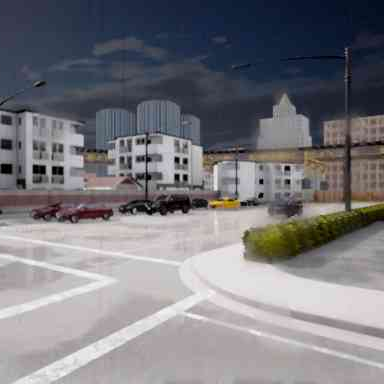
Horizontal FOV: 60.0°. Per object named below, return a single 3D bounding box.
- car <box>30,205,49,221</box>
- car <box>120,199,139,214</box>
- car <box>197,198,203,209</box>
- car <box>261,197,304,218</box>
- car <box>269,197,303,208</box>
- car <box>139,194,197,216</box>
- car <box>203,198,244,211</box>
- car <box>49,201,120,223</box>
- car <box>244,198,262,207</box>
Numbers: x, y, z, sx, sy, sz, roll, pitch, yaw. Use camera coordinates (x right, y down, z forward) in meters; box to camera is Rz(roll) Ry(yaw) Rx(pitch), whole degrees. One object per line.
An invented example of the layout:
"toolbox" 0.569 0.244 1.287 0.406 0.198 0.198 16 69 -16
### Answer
"car" -11.007 1.523 27.693 1.812 1.442 4.674 0 0 37
"car" -5.515 1.502 34.932 1.837 1.490 4.892 0 0 38
"car" 0.569 1.523 42.588 1.812 1.442 4.674 0 0 40
"car" 8.509 1.490 29.933 2.128 1.511 4.902 0 0 37
"car" 13.954 1.504 49.333 4.892 1.490 1.837 0 0 -26
"car" -2.334 1.219 33.383 2.150 2.045 5.566 0 0 37
"car" 3.997 1.475 41.236 1.882 1.535 5.008 0 0 41
"car" -8.172 1.523 25.643 1.812 1.442 4.674 0 0 37
"car" 9.166 1.561 50.491 4.181 1.385 1.994 0 0 -32
